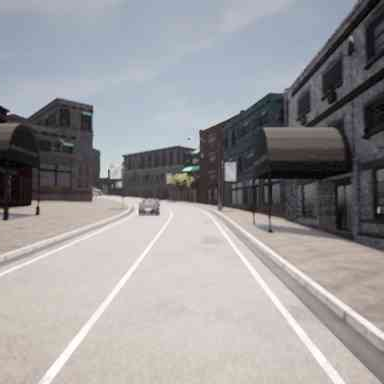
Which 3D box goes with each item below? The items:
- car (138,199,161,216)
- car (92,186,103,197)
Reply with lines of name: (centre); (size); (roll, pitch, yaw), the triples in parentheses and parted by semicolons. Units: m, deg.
car: (-3.912, 1.387, 31.040); (2.128, 1.511, 4.902); (0, 1, -3)
car: (-20.658, -0.172, 68.707); (5.566, 2.045, 2.150); (3, 0, 42)
